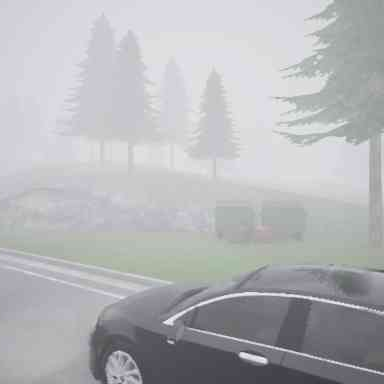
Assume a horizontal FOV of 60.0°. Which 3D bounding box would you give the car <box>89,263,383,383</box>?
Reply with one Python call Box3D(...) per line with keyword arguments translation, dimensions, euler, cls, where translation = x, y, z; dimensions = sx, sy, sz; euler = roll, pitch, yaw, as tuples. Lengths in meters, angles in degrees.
Box3D(translation=(1.020, 1.503, 3.265), dimensions=(4.892, 1.490, 1.837), euler=(-1, 0, 35), cls="car")
